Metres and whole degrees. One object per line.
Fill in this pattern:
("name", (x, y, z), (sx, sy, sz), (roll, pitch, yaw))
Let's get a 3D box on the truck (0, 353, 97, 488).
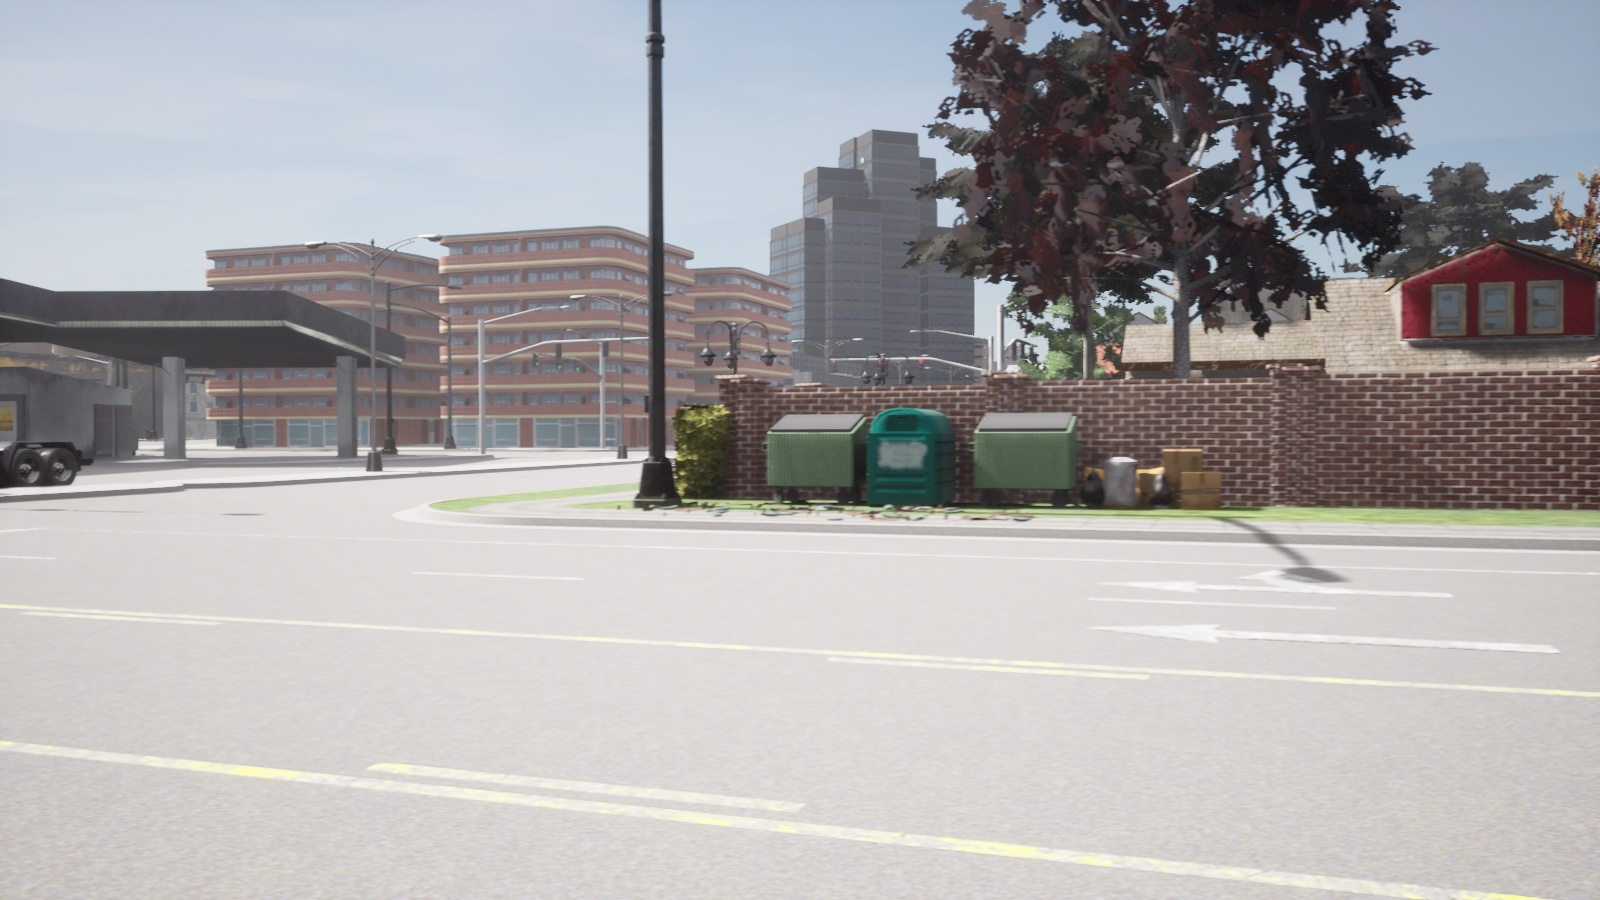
("truck", (-22.064, -0.767, 32.006), (2.891, 3.462, 7.936), (0, 1, 10))
